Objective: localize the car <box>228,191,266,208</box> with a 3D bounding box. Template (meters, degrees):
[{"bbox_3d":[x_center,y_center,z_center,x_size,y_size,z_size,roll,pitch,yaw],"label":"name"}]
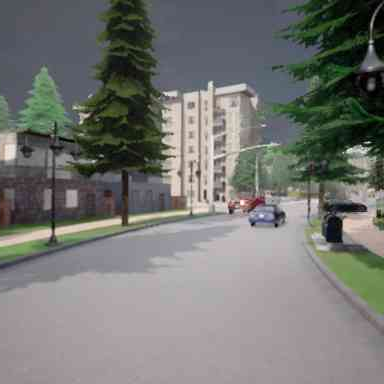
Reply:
[{"bbox_3d":[5.291,0.912,31.430,2.150,2.045,5.566,0,0,30],"label":"car"}]

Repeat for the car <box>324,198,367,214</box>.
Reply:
[{"bbox_3d":[16.082,1.395,35.262,4.553,1.767,2.097,1,1,-7],"label":"car"}]

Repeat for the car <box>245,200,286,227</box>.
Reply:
[{"bbox_3d":[5.251,1.534,22.906,2.033,1.411,5.357,0,0,23],"label":"car"}]
